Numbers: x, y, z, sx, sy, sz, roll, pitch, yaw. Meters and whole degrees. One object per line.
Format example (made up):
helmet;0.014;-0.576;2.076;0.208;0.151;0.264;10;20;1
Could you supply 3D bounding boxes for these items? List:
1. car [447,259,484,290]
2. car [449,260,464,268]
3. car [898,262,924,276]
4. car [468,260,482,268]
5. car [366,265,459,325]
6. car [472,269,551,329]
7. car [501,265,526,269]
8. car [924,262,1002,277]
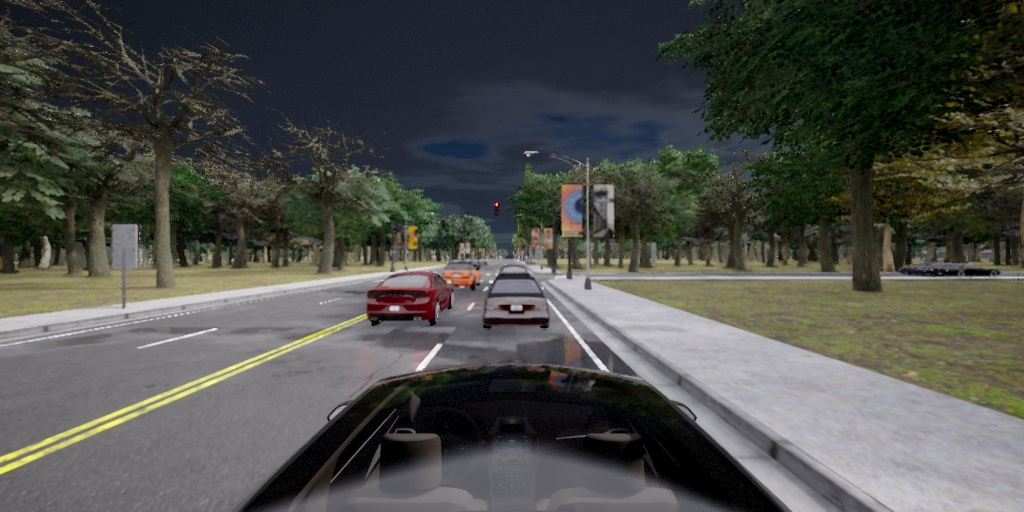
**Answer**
car;-3.155;1.127;22.557;2.097;1.767;4.553;0;0;0
car;-9.795;1.374;63.573;1.812;1.442;4.674;0;0;1
car;42.453;1.296;36.134;5.357;1.411;2.033;0;0;1
car;-6.552;1.412;63.643;1.994;1.385;4.181;0;0;1
car;-3.143;1.238;11.944;1.882;1.535;5.008;0;0;-1
car;0.092;1.306;11.219;2.033;1.411;5.357;0;0;0
car;0.083;1.250;21.189;1.882;1.535;5.008;0;0;-2
car;41.994;1.349;33.290;4.718;1.301;1.895;0;0;1
